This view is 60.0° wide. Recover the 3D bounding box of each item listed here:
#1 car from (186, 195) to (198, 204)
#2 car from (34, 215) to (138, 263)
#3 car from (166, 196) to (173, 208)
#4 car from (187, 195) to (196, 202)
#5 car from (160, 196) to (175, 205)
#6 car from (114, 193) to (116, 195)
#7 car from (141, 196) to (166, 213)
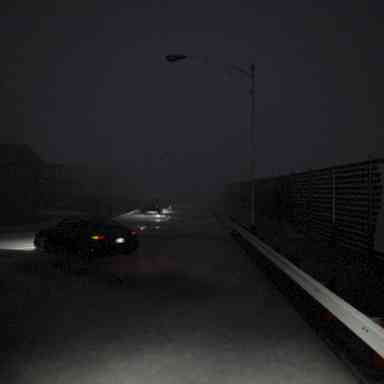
[{"bbox_3d":[-0.008,1.326,58.421,1.812,1.442,4.674,0,0,0],"label":"car"},{"bbox_3d":[-3.875,1.522,11.942,4.181,1.385,1.994,0,0,39],"label":"car"},{"bbox_3d":[-4.072,1.341,43.998,2.128,1.511,4.902,0,0,0],"label":"car"},{"bbox_3d":[-0.010,1.291,68.662,1.812,1.442,4.674,0,0,0],"label":"car"},{"bbox_3d":[-4.008,1.362,54.307,2.033,1.411,5.357,0,0,0],"label":"car"},{"bbox_3d":[-17.287,0.900,68.701,3.633,1.501,1.845,0,0,0],"label":"car"},{"bbox_3d":[-4.099,1.359,34.733,1.882,1.535,5.008,0,0,0],"label":"car"}]
